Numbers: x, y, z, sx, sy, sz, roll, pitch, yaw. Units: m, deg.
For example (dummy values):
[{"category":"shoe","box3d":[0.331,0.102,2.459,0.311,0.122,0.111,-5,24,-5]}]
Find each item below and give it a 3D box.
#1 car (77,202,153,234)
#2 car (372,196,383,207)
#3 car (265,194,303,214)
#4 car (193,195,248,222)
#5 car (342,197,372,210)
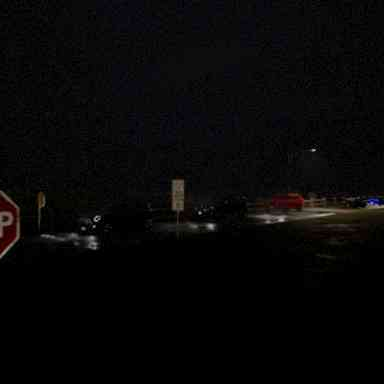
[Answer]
[{"category":"car","box3d":[-4.548,1.440,20.077,2.097,1.767,4.553,0,0,41]},{"category":"car","box3d":[28.357,1.425,51.031,1.882,1.535,5.008,0,0,43]},{"category":"car","box3d":[10.048,1.237,36.007,2.150,2.045,5.566,0,0,43]},{"category":"car","box3d":[2.494,1.273,27.871,2.150,2.045,5.566,0,0,43]},{"category":"car","box3d":[21.359,1.473,43.710,2.128,1.511,4.902,0,0,44]}]
